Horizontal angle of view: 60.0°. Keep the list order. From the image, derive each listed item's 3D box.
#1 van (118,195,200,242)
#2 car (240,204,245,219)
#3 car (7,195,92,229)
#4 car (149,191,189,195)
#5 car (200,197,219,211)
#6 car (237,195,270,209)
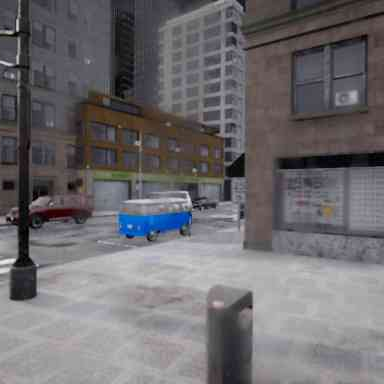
[{"bbox_3d":[-1.554,1.207,15.537,1.690,1.788,3.998,1,1,35],"label":"van"},{"bbox_3d":[4.923,1.279,24.698,2.008,1.369,4.403,1,1,35],"label":"car"},{"bbox_3d":[-8.514,1.121,20.460,2.192,1.841,5.009,1,1,35],"label":"car"},{"bbox_3d":[-2.177,0.956,24.843,2.150,2.045,5.566,0,1,34],"label":"car"},{"bbox_3d":[1.204,1.165,34.202,1.947,1.339,4.313,1,2,35],"label":"car"},{"bbox_3d":[7.061,1.064,37.859,1.812,1.442,4.674,0,1,36],"label":"car"}]
